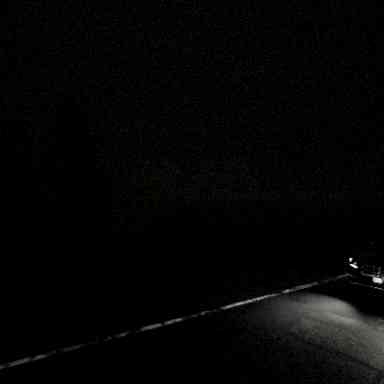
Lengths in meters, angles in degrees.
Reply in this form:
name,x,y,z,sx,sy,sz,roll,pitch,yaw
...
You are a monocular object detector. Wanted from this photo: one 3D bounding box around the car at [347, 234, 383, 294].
name,x,y,z,sx,sy,sz,roll,pitch,yaw
car,5.685,1.516,8.049,4.892,1.490,1.837,0,0,-36
